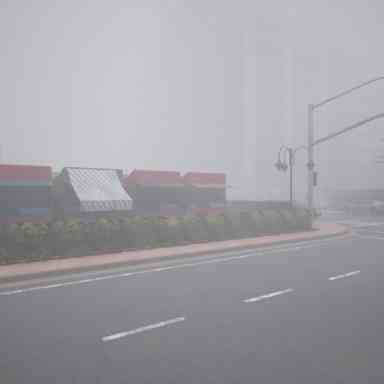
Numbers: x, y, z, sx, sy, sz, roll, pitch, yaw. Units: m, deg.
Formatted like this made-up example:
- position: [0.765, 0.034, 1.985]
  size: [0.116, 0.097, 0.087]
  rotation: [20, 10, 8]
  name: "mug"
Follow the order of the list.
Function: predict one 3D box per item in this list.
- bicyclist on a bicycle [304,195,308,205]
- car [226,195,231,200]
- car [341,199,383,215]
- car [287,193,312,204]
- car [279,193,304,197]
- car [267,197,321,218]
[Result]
- position: [15.563, 1.246, 44.947]
  size: [1.656, 1.620, 0.582]
  rotation: [0, 0, -36]
  name: "bicyclist on a bicycle"
- position: [2.755, 1.166, 36.235]
  size: [2.150, 2.045, 5.566]
  rotation: [0, 0, -36]
  name: "car"
- position: [17.543, 1.469, 33.796]
  size: [1.812, 1.442, 4.674]
  rotation: [0, 0, -36]
  name: "car"
- position: [19.031, 1.114, 59.142]
  size: [1.905, 1.878, 3.866]
  rotation: [0, 0, -36]
  name: "car"
- position: [16.640, 1.114, 57.430]
  size: [1.905, 1.878, 3.866]
  rotation: [0, 0, -36]
  name: "car"
- position: [8.538, 1.436, 28.249]
  size: [2.128, 1.511, 4.902]
  rotation: [0, 0, -36]
  name: "car"
